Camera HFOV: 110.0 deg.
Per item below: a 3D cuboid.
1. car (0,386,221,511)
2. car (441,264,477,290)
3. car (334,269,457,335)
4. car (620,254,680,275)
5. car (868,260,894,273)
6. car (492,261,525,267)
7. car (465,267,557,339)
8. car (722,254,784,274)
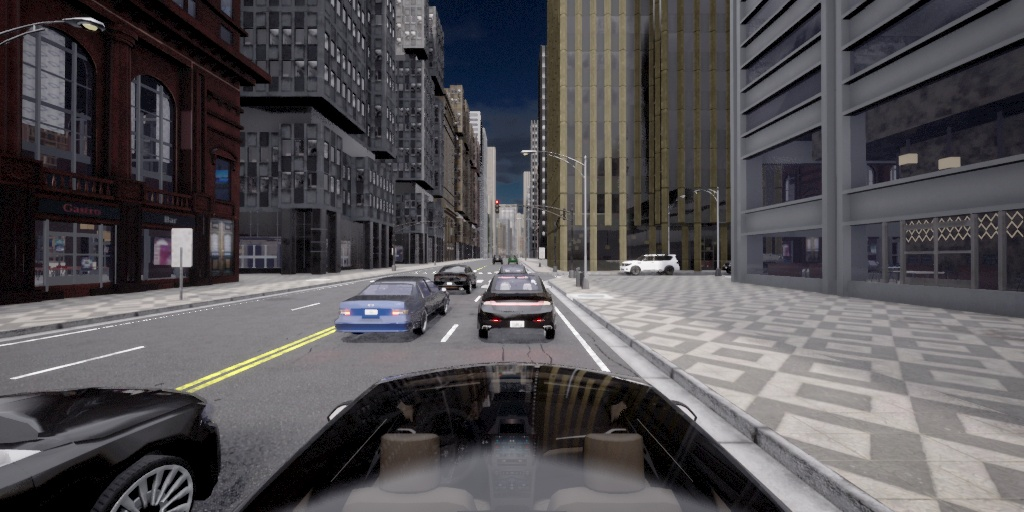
[{"bbox_3d":[-3.149,1.241,0.751,2.128,1.511,4.902,0,0,0],"label":"car"},{"bbox_3d":[-3.101,1.210,20.263,1.882,1.535,5.008,0,0,0],"label":"car"},{"bbox_3d":[-3.129,1.293,10.494,2.033,1.411,5.357,0,0,0],"label":"car"},{"bbox_3d":[13.737,0.859,35.829,5.566,2.045,2.150,0,0,0],"label":"car"},{"bbox_3d":[34.781,1.098,35.815,5.357,1.411,2.033,0,0,0],"label":"car"},{"bbox_3d":[0.045,1.225,19.504,2.128,1.511,4.902,0,0,0],"label":"car"},{"bbox_3d":[0.120,1.238,10.074,2.128,1.511,4.902,0,0,0],"label":"car"},{"bbox_3d":[24.164,0.814,35.829,5.566,2.045,2.150,0,0,0],"label":"car"}]
